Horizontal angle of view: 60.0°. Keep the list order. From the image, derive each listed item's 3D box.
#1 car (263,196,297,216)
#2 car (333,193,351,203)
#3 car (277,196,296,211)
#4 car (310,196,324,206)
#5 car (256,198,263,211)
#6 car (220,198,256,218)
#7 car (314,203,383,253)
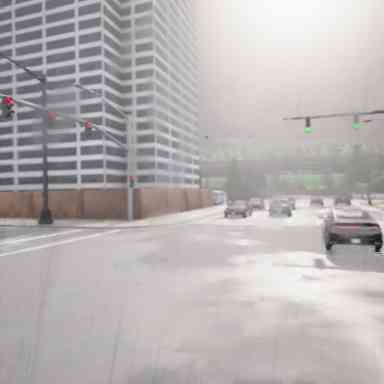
[{"bbox_3d":[8.071,1.359,30.186,2.128,1.511,4.902,-1,0,19],"label":"car"},{"bbox_3d":[21.808,0.998,48.457,2.097,1.767,4.553,-1,0,19],"label":"car"},{"bbox_3d":[11.329,1.319,39.575,1.837,1.490,4.892,-1,0,19],"label":"car"},{"bbox_3d":[18.002,1.254,48.131,2.033,1.411,5.357,-1,0,19],"label":"car"},{"bbox_3d":[7.421,1.402,38.993,1.812,1.442,4.674,-1,0,20],"label":"car"},{"bbox_3d":[4.175,1.455,29.627,1.812,1.442,4.674,-1,0,20],"label":"car"},{"bbox_3d":[6.184,1.391,13.267,2.128,1.511,4.902,-1,0,19],"label":"car"}]
